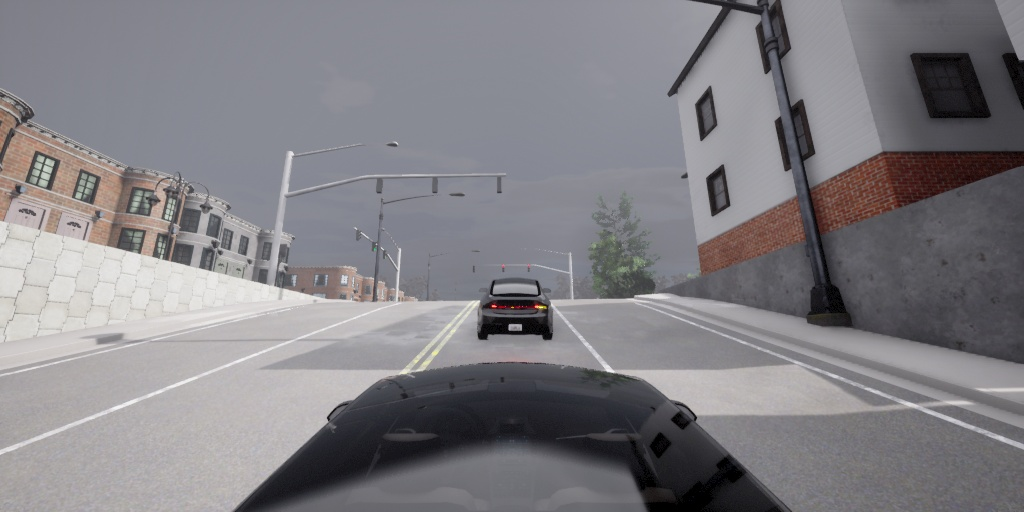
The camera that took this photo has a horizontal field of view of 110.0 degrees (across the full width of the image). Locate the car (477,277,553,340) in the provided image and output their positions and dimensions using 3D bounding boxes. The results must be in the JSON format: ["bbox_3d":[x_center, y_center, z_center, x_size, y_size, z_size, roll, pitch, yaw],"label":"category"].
[{"bbox_3d":[0.089,1.352,10.353,1.837,1.490,4.892,0,0,0],"label":"car"}]
